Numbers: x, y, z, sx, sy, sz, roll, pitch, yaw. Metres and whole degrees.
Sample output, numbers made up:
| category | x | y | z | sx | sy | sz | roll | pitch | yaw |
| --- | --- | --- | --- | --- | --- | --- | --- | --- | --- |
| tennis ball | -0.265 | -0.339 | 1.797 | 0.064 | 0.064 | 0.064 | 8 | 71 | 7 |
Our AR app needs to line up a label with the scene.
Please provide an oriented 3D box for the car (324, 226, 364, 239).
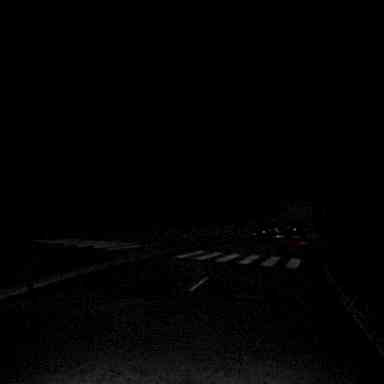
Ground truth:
| category | x | y | z | sx | sy | sz | roll | pitch | yaw |
| --- | --- | --- | --- | --- | --- | --- | --- | --- | --- |
| car | 20.002 | 5.337 | 43.964 | 4.674 | 1.452 | 2.002 | 1 | -4 | 20 |

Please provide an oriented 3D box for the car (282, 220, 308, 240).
| category | x | y | z | sx | sy | sz | roll | pitch | yaw |
| --- | --- | --- | --- | --- | --- | --- | --- | --- | --- |
| car | 11.614 | 4.200 | 37.052 | 2.150 | 2.045 | 5.566 | 1 | -4 | 20 |

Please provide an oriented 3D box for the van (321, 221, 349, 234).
| category | x | y | z | sx | sy | sz | roll | pitch | yaw |
| --- | --- | --- | --- | --- | --- | --- | --- | --- | --- |
| van | 25.512 | 6.289 | 59.526 | 4.442 | 1.987 | 1.878 | 1 | -4 | 20 |

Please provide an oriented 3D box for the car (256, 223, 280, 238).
| category | x | y | z | sx | sy | sz | roll | pitch | yaw |
| --- | --- | --- | --- | --- | --- | --- | --- | --- | --- |
| car | 8.533 | 4.488 | 38.106 | 1.994 | 1.385 | 4.181 | 1 | -4 | 20 |

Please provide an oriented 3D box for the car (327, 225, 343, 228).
| category | x | y | z | sx | sy | sz | roll | pitch | yaw |
| --- | --- | --- | --- | --- | --- | --- | --- | --- | --- |
| car | 14.401 | 3.951 | 28.474 | 4.892 | 1.521 | 2.231 | 1 | -5 | 20 |

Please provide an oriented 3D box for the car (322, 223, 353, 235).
| category | x | y | z | sx | sy | sz | roll | pitch | yaw |
| --- | --- | --- | --- | --- | --- | --- | --- | --- | --- |
| car | 23.760 | 6.010 | 54.439 | 4.553 | 1.767 | 2.185 | 1 | -4 | 20 |

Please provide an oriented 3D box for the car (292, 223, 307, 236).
| category | x | y | z | sx | sy | sz | roll | pitch | yaw |
| --- | --- | --- | --- | --- | --- | --- | --- | --- | --- |
| car | 15.474 | 5.360 | 47.696 | 1.882 | 1.535 | 5.008 | 1 | -4 | 20 |

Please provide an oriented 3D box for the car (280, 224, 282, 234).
| category | x | y | z | sx | sy | sz | roll | pitch | yaw |
| --- | --- | --- | --- | --- | --- | --- | --- | --- | --- |
| car | 12.198 | 5.289 | 48.205 | 1.837 | 1.490 | 4.892 | 1 | -4 | 20 |

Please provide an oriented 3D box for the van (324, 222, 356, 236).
| category | x | y | z | sx | sy | sz | roll | pitch | yaw |
| --- | --- | --- | --- | --- | --- | --- | --- | --- | --- |
| van | 22.924 | 5.700 | 51.690 | 4.442 | 1.987 | 1.878 | 1 | -4 | 20 |

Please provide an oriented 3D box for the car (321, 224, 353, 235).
| category | x | y | z | sx | sy | sz | roll | pitch | yaw |
| --- | --- | --- | --- | --- | --- | --- | --- | --- | --- |
| car | 24.671 | 6.323 | 56.887 | 4.892 | 1.521 | 2.231 | 1 | -4 | 20 |

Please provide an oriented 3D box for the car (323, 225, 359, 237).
| category | x | y | z | sx | sy | sz | roll | pitch | yaw |
| --- | --- | --- | --- | --- | --- | --- | --- | --- | --- |
| car | 21.897 | 5.747 | 49.123 | 4.792 | 1.488 | 2.163 | 1 | -4 | 20 |

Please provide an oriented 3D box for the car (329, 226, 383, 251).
| category | x | y | z | sx | sy | sz | roll | pitch | yaw |
| --- | --- | --- | --- | --- | --- | --- | --- | --- | --- |
| car | 12.522 | 3.477 | 23.318 | 4.892 | 1.521 | 2.231 | 1 | -5 | 20 |

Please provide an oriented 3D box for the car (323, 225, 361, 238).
| category | x | y | z | sx | sy | sz | roll | pitch | yaw |
| --- | --- | --- | --- | --- | --- | --- | --- | --- | --- |
| car | 20.908 | 5.540 | 46.562 | 4.792 | 1.488 | 2.163 | 1 | -4 | 20 |

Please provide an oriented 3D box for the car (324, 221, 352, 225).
| category | x | y | z | sx | sy | sz | roll | pitch | yaw |
| --- | --- | --- | --- | --- | --- | --- | --- | --- | --- |
| car | 18.106 | 4.738 | 38.817 | 4.553 | 1.767 | 2.185 | 1 | -4 | 20 |

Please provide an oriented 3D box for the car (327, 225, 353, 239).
| category | x | y | z | sx | sy | sz | roll | pitch | yaw |
| --- | --- | --- | --- | --- | --- | --- | --- | --- | --- |
| car | 13.457 | 3.714 | 25.899 | 5.008 | 1.535 | 2.097 | 1 | -5 | 20 |

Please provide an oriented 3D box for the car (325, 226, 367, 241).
| category | x | y | z | sx | sy | sz | roll | pitch | yaw |
| --- | --- | --- | --- | --- | --- | --- | --- | --- | --- |
| car | 19.063 | 5.121 | 41.385 | 4.674 | 1.452 | 2.002 | 1 | -4 | 20 |

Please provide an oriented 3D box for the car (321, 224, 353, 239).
| category | x | y | z | sx | sy | sz | roll | pitch | yaw |
| --- | --- | --- | --- | --- | --- | --- | --- | --- | --- |
| car | 16.090 | 4.408 | 33.704 | 5.366 | 1.575 | 1.946 | 1 | -4 | 20 |
